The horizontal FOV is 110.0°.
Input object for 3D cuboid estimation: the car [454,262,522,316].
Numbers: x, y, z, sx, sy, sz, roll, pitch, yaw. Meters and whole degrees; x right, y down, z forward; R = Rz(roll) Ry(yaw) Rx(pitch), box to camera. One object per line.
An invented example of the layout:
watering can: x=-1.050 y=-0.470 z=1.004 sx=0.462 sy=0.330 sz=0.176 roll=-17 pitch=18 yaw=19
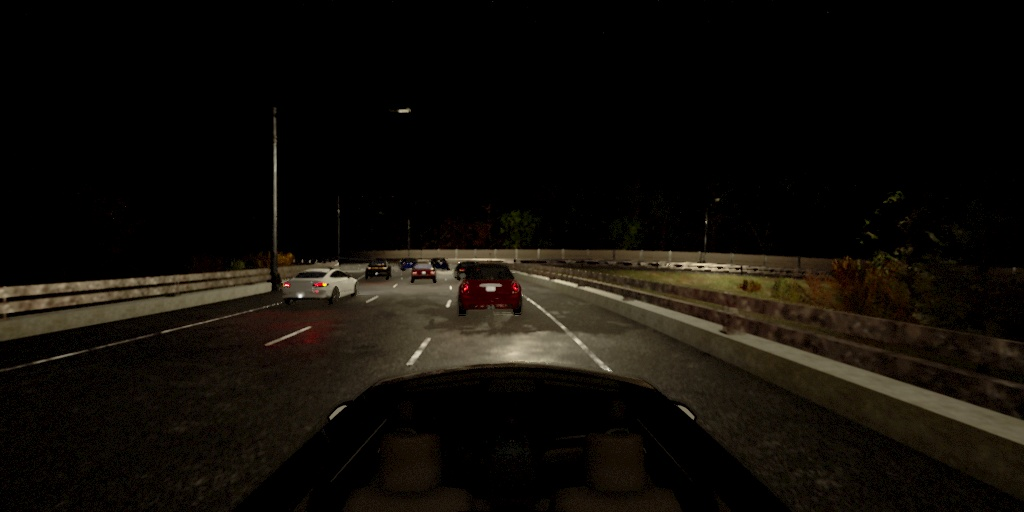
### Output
car: x=-0.889 y=1.067 z=13.498 sx=2.097 sy=1.767 sz=4.553 roll=0 pitch=0 yaw=-6

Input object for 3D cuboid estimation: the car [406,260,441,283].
car: x=-6.830 y=1.226 z=27.633 sx=2.033 sy=1.411 sz=5.357 roll=0 pitch=0 yaw=-14

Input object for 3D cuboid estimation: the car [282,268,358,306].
car: x=-8.175 y=1.243 z=15.608 sx=1.812 sy=1.442 sz=4.674 roll=0 pitch=0 yaw=-8

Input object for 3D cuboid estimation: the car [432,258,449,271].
car: x=-9.644 y=0.978 z=46.485 sx=2.097 sy=1.767 sz=4.553 roll=0 pitch=0 yaw=-23

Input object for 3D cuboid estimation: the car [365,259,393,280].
car: x=-11.225 y=1.167 z=30.328 sx=2.128 sy=1.511 sz=4.902 roll=0 pitch=0 yaw=-16

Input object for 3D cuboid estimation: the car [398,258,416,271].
car: x=-13.325 y=0.983 z=46.162 sx=2.097 sy=1.767 sz=4.553 roll=0 pitch=0 yaw=-24
